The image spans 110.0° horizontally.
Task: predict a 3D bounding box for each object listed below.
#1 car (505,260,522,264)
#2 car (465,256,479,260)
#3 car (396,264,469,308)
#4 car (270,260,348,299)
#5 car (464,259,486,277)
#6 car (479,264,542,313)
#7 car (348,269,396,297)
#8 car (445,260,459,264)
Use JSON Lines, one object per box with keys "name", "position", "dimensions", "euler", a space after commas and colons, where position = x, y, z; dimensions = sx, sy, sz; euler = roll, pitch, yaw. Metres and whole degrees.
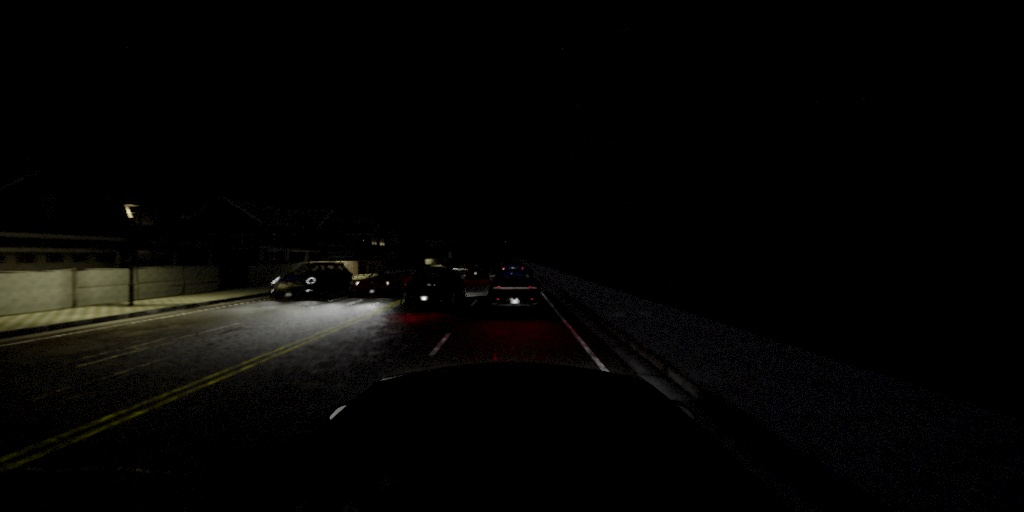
{"name": "car", "position": [0.094, 1.126, 31.857], "dimensions": [2.097, 1.767, 4.553], "euler": [0, 0, 0]}
{"name": "car", "position": [-6.559, 1.008, 59.896], "dimensions": [2.150, 2.045, 5.566], "euler": [0, 0, 1]}
{"name": "car", "position": [-3.152, 1.265, 15.273], "dimensions": [1.837, 1.490, 4.892], "euler": [0, 0, 0]}
{"name": "car", "position": [-9.852, 1.115, 18.043], "dimensions": [2.097, 1.767, 4.553], "euler": [0, 0, 0]}
{"name": "car", "position": [-3.154, 1.301, 33.212], "dimensions": [1.812, 1.442, 4.674], "euler": [0, 0, 0]}
{"name": "car", "position": [0.097, 1.251, 13.935], "dimensions": [2.128, 1.511, 4.902], "euler": [0, 0, 0]}
{"name": "car", "position": [-6.602, 1.365, 19.126], "dimensions": [1.895, 1.301, 4.718], "euler": [0, 0, 0]}
{"name": "car", "position": [-9.816, 1.350, 58.688], "dimensions": [1.994, 1.385, 4.181], "euler": [0, 0, 1]}
